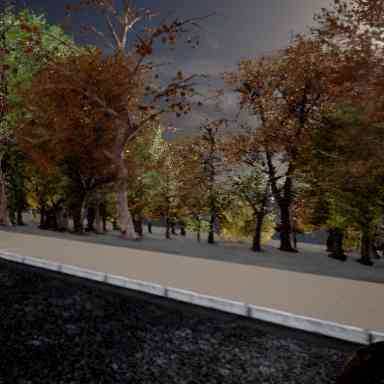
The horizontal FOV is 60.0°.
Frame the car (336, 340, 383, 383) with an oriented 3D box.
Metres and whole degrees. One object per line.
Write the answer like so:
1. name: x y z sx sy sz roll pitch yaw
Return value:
1. car: 3.185 1.506 1.414 4.892 1.490 1.837 0 0 36
